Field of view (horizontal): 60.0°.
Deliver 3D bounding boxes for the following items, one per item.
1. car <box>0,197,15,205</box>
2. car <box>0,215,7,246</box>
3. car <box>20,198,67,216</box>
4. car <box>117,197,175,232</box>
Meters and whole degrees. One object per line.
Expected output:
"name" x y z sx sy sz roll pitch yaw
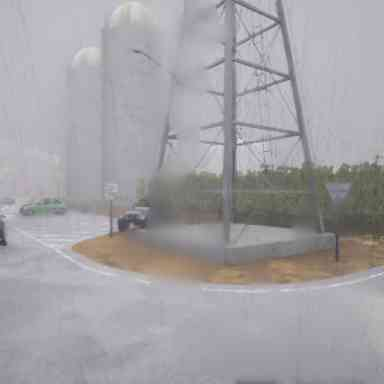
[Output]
"car" -33.321 1.532 58.222 4.181 1.381 1.994 0 0 -35
"car" -8.988 1.396 13.934 1.837 1.490 4.892 0 0 -35
"car" -14.024 1.409 31.438 3.988 1.617 1.851 0 0 -35
"car" -2.447 1.256 18.975 1.905 1.878 3.866 0 0 24
